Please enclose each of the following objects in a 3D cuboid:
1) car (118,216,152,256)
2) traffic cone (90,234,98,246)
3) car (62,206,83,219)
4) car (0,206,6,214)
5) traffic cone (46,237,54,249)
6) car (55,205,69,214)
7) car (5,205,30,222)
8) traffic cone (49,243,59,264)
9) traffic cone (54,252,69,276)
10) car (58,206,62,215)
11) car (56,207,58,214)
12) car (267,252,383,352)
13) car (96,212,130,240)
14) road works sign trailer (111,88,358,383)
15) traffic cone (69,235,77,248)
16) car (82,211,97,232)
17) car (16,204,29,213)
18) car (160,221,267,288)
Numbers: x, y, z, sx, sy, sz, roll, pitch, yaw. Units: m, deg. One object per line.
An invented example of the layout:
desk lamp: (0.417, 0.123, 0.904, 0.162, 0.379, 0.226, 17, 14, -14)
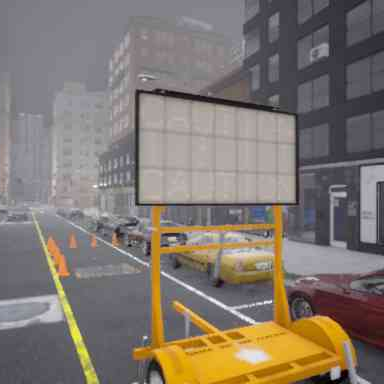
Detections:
car: (-1.703, 1.938, 14.929, 1.947, 1.339, 4.313, 0, -1, -26)
traffic cone: (-4.787, 2.357, 16.341, 0.340, 0.580, 0.340, 1, -2, -26)
car: (-14.074, 2.514, 39.962, 2.008, 1.369, 4.403, 0, -1, -26)
car: (-29.156, 2.751, 51.196, 1.887, 1.381, 4.507, 0, -1, -26)
traffic cone: (-5.694, 2.290, 13.663, 0.340, 0.580, 0.340, 1, -2, -26)
car: (-21.497, 2.893, 54.982, 1.802, 1.307, 4.206, 0, -1, -26)
car: (-18.649, 2.359, 35.773, 1.837, 1.490, 4.892, 1, -2, -26)
traffic cone: (-4.807, 2.247, 11.871, 0.340, 0.580, 0.340, 1, -2, -26)
traffic cone: (-3.921, 2.204, 10.078, 0.340, 0.580, 0.340, 1, -2, -26)
car: (-16.624, 2.609, 45.122, 1.752, 1.417, 4.829, 0, -1, -26)
car: (-19.022, 2.762, 49.976, 1.947, 1.339, 4.313, 0, -1, -26)
car: (3.245, 1.714, 4.915, 1.802, 1.307, 4.206, 0, -1, -26)
car: (-4.177, 2.057, 19.935, 1.947, 1.339, 4.313, 0, -1, -26)
road works sign trailer: (0.323, 0.580, 4.426, 2.380, 3.560, 2.880, 1, -2, -26)
traffic cone: (-5.684, 2.345, 15.898, 0.340, 0.580, 0.340, 1, -2, -26)
car: (-6.652, 2.161, 24.942, 2.008, 1.369, 4.403, 0, -1, -26)
car: (-30.636, 2.986, 60.225, 1.994, 1.385, 4.181, 1, -2, -26)
car: (0.695, 1.781, 10.075, 1.752, 1.417, 4.829, 0, -1, -26)
